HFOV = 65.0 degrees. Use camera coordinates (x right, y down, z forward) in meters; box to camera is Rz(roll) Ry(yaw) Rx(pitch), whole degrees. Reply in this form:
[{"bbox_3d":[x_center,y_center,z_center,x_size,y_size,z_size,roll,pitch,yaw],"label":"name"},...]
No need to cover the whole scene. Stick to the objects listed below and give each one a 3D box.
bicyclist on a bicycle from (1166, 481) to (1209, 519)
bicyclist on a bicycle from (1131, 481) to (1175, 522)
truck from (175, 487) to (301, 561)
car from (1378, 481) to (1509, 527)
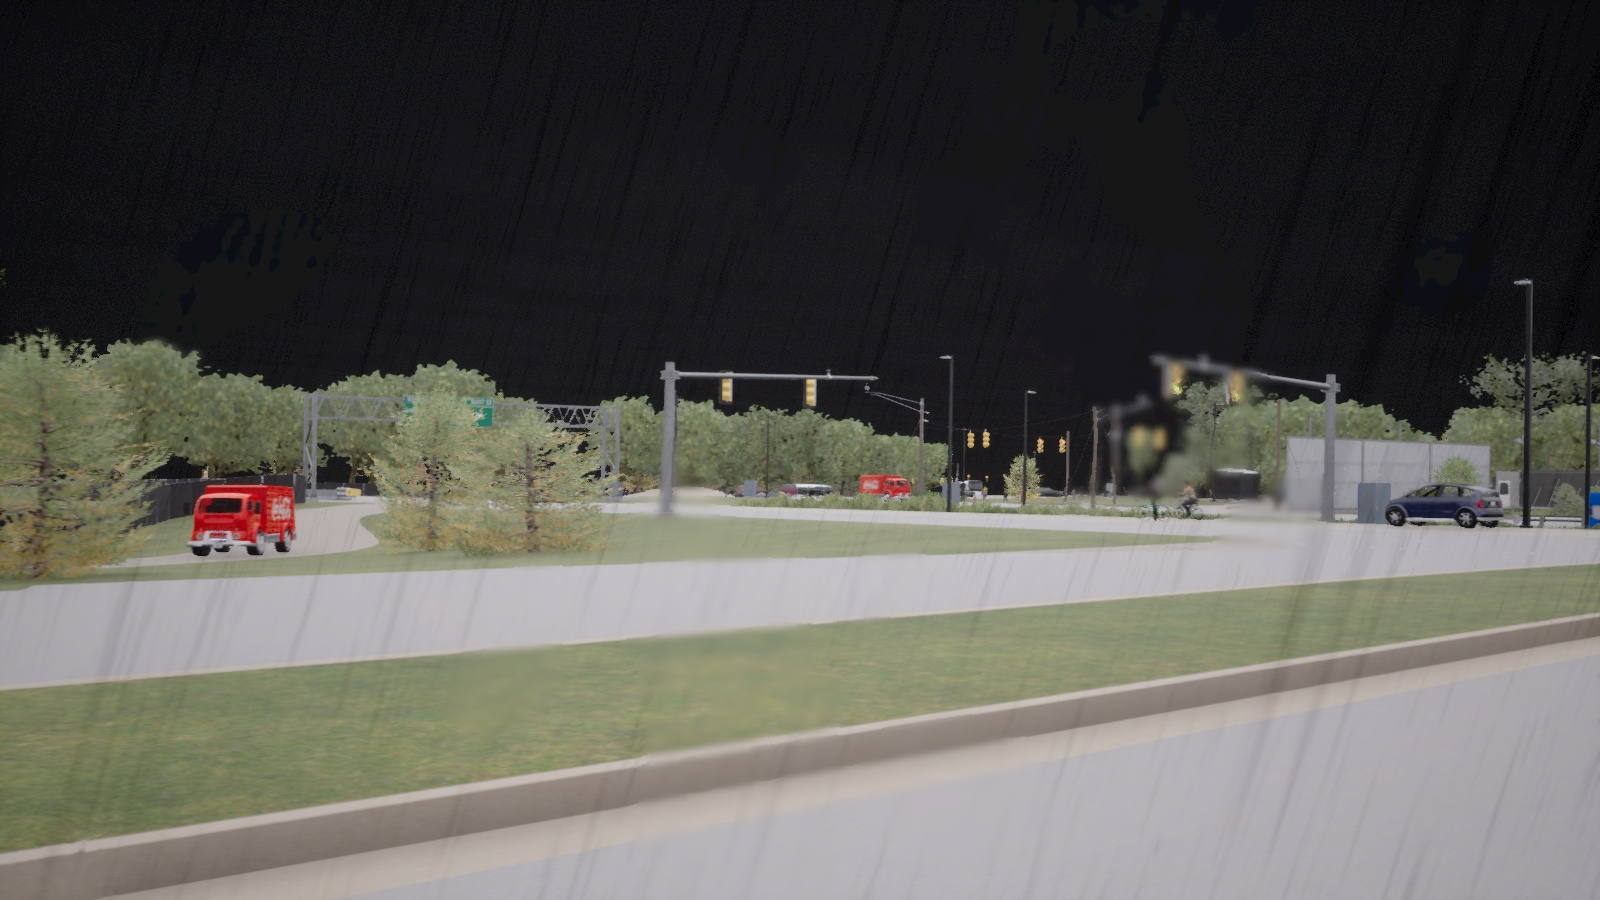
[{"bbox_3d":[16.402,2.107,53.177,0.866,1.612,1.509,1,-2,-35],"label":"bicyclist on a bicycle"},{"bbox_3d":[14.136,2.042,50.323,0.582,1.620,1.656,1,-2,-35],"label":"bicyclist on a bicycle"},{"bbox_3d":[-19.863,2.575,44.687,2.627,2.467,5.204,0,-2,-7],"label":"truck"},{"bbox_3d":[22.625,1.879,44.271,1.789,1.549,3.705,1,-2,-35],"label":"car"}]
